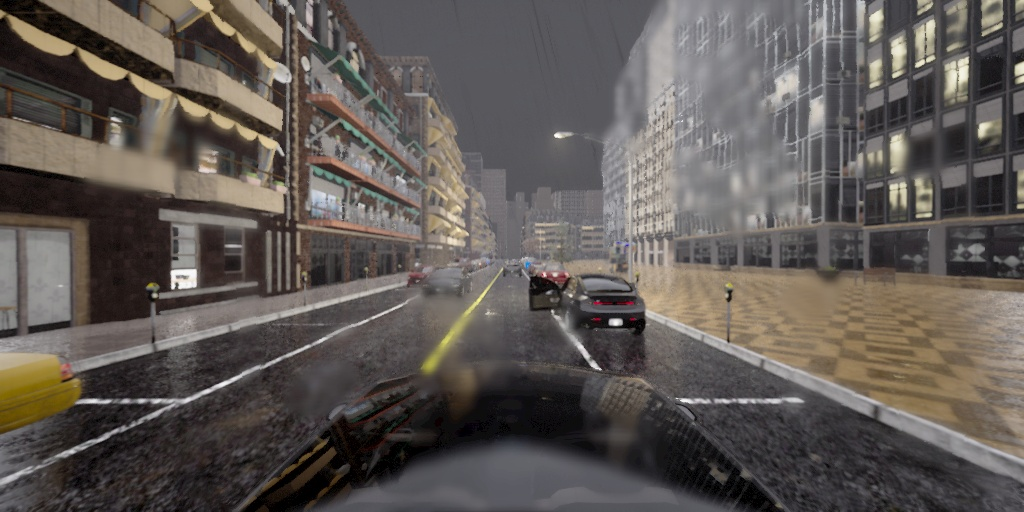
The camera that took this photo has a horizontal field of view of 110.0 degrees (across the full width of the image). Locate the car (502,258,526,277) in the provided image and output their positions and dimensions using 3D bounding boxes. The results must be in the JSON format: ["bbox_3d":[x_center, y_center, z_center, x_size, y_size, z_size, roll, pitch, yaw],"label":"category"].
[{"bbox_3d":[0.060,1.276,36.868,2.128,1.511,4.902,0,0,0],"label":"car"}]

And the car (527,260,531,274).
[{"bbox_3d":[2.690,1.365,35.190,1.802,1.307,4.207,0,0,0],"label":"car"}]

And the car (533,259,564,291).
[{"bbox_3d":[2.689,1.209,24.136,1.967,1.591,4.097,0,0,0],"label":"car"}]

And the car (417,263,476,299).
[{"bbox_3d":[-3.099,1.267,18.037,1.837,1.490,4.892,0,0,0],"label":"car"}]

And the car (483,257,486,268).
[{"bbox_3d":[-5.689,1.256,57.296,1.967,1.591,4.097,0,0,0],"label":"car"}]

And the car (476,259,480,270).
[{"bbox_3d":[-5.690,1.348,46.244,2.007,1.370,4.403,0,0,0],"label":"car"}]

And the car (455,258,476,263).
[{"bbox_3d":[-5.691,1.105,40.717,2.192,1.841,5.009,0,0,0],"label":"car"}]

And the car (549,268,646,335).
[{"bbox_3d":[2.354,1.261,10.555,1.837,1.490,4.892,0,0,0],"label":"car"}]

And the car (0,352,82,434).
[{"bbox_3d":[-5.691,1.275,1.861,1.751,1.417,4.829,0,0,0],"label":"car"}]

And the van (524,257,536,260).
[{"bbox_3d":[2.691,1.148,51.769,1.690,1.789,3.998,0,0,0],"label":"van"}]

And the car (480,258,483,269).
[{"bbox_3d":[-5.690,1.357,51.770,2.007,1.370,4.403,0,0,0],"label":"car"}]

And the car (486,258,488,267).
[{"bbox_3d":[-5.689,1.393,62.823,1.948,1.339,4.313,0,0,0],"label":"car"}]

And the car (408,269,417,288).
[{"bbox_3d":[-5.691,1.314,24.137,1.888,1.381,4.507,0,0,0],"label":"car"}]

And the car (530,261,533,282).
[{"bbox_3d":[2.689,1.301,29.833,1.751,1.417,4.829,0,0,0],"label":"car"}]

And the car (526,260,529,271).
[{"bbox_3d":[2.690,1.372,40.716,1.802,1.307,4.207,0,0,0],"label":"car"}]

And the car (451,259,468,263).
[{"bbox_3d":[-5.691,1.308,35.021,1.751,1.417,4.829,0,0,0],"label":"car"}]
